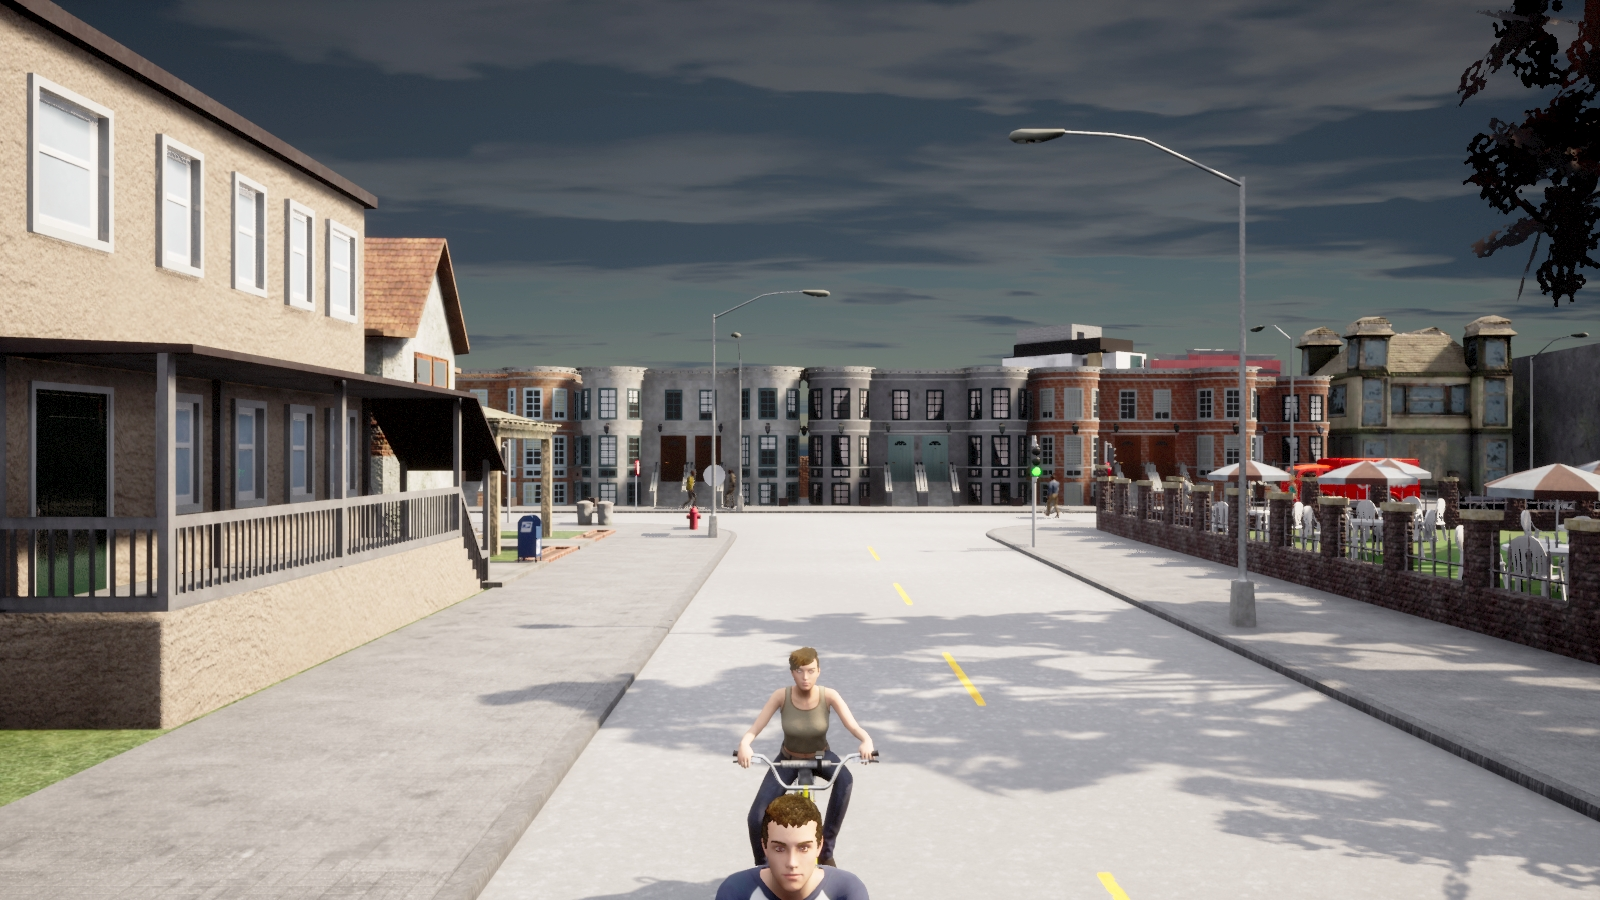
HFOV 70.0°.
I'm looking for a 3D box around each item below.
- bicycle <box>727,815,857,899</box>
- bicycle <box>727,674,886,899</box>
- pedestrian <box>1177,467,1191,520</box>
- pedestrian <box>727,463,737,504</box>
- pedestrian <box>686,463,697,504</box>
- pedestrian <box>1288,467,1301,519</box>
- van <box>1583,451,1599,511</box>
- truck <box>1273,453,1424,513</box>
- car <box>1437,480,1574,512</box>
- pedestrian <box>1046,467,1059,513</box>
[{"bbox_3d":[-0.022,1.938,3.212,0.373,1.296,1.643,0,0,0],"label":"bicycle"},{"bbox_3d":[0.033,2.040,6.906,0.859,1.080,1.487,0,0,0],"label":"bicycle"},{"bbox_3d":[13.486,1.532,40.094,0.375,1.860,0.375,0,0,0],"label":"pedestrian"},{"bbox_3d":[-3.146,1.546,52.720,0.375,1.860,0.375,0,0,7],"label":"pedestrian"},{"bbox_3d":[-4.981,1.546,52.395,0.375,1.860,0.375,0,0,15],"label":"pedestrian"},{"bbox_3d":[17.846,1.533,41.207,0.375,1.860,0.375,0,0,14],"label":"pedestrian"},{"bbox_3d":[37.194,1.334,48.909,5.915,2.561,1.988,0,0,1],"label":"van"},{"bbox_3d":[23.374,1.365,48.875,5.204,2.467,2.627,0,0,0],"label":"truck"},{"bbox_3d":[30.125,1.955,48.889,4.718,1.301,1.895,0,0,0],"label":"car"},{"bbox_3d":[10.393,1.648,47.024,0.375,1.860,0.375,0,0,-20],"label":"pedestrian"}]
